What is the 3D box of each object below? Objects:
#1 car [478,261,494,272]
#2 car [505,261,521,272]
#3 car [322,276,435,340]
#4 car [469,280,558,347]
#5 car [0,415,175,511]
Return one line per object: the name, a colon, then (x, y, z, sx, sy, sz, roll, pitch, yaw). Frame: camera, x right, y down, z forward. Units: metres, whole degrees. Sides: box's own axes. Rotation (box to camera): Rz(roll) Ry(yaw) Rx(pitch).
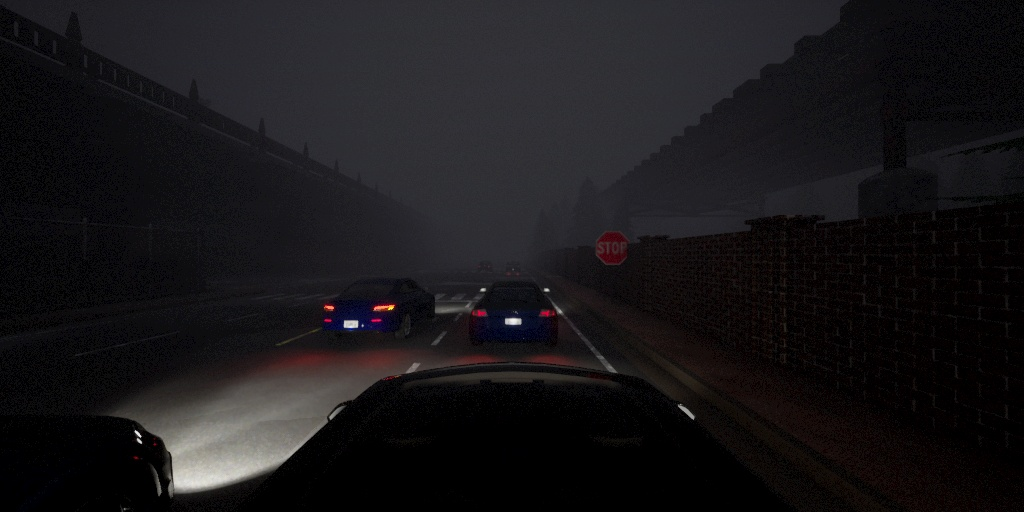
car: (-3.384, 1.297, 45.995, 2.033, 1.411, 5.357, 0, 0, -1)
car: (0.111, 1.351, 46.174, 1.895, 1.301, 4.718, 0, 0, -1)
car: (-3.411, 1.276, 9.887, 1.812, 1.442, 4.674, 0, 0, 0)
car: (0.071, 1.314, 9.364, 1.994, 1.385, 4.181, 0, 0, 1)
car: (-3.399, 1.314, 0.791, 1.994, 1.385, 4.181, 0, 0, 0)
